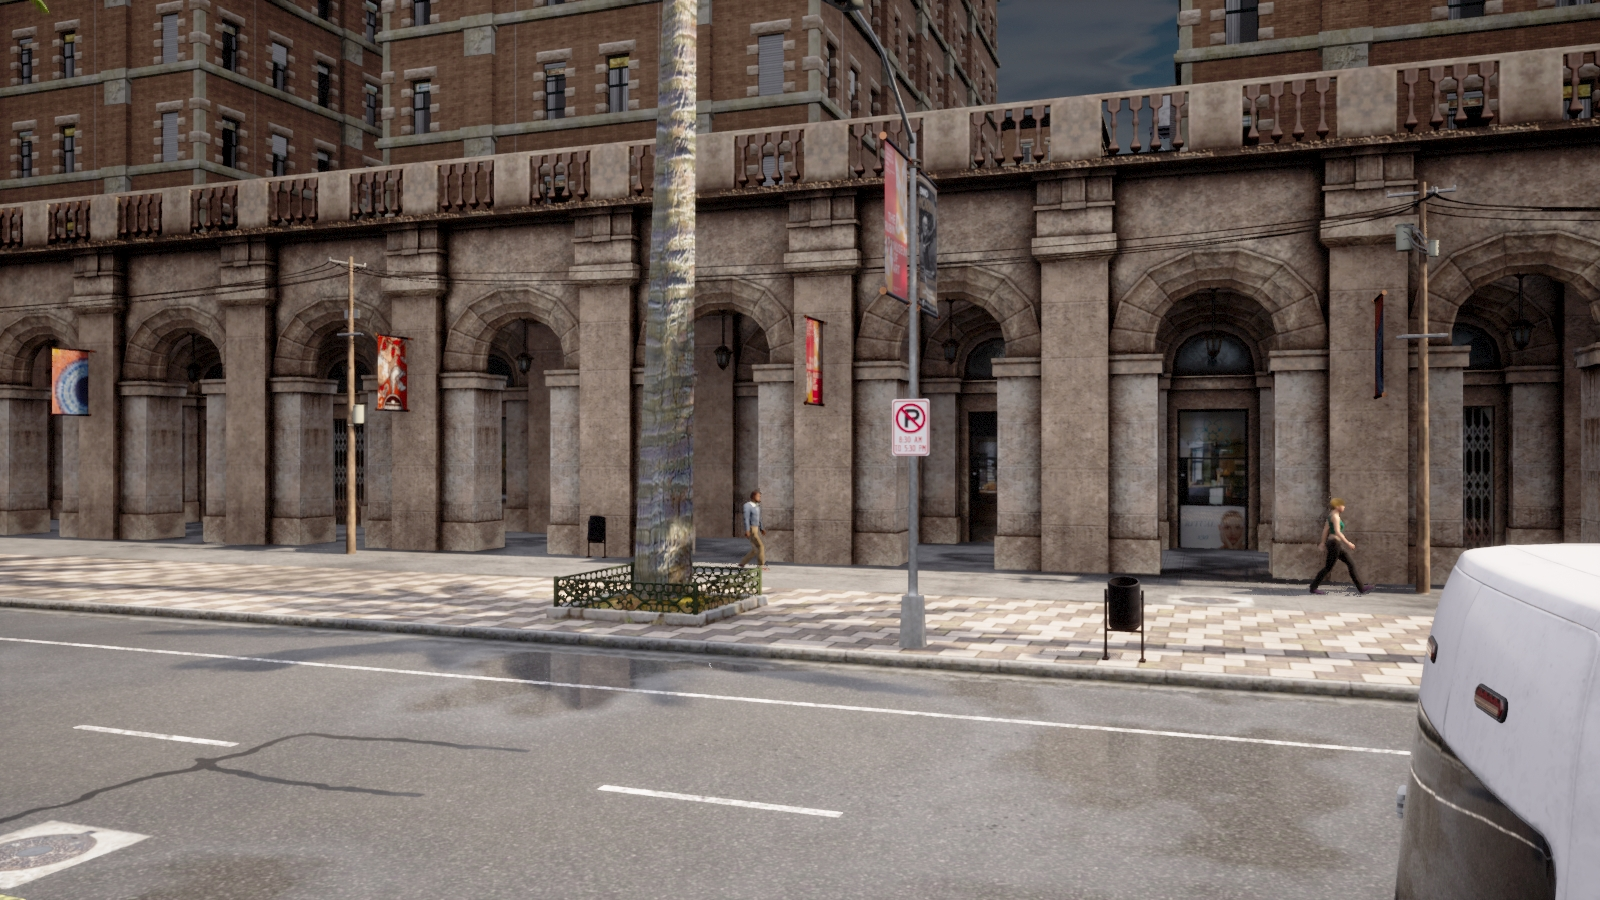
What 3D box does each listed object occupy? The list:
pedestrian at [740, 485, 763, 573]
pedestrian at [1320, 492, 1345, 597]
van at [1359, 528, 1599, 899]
[{"bbox_3d":[-1.049,1.696,24.563,0.375,1.860,0.375,0,0,20],"label":"pedestrian"},{"bbox_3d":[9.622,1.698,20.664,0.375,1.860,0.375,0,0,20],"label":"pedestrian"},{"bbox_3d":[4.249,1.534,1.754,5.915,2.561,1.988,0,0,20],"label":"van"}]
